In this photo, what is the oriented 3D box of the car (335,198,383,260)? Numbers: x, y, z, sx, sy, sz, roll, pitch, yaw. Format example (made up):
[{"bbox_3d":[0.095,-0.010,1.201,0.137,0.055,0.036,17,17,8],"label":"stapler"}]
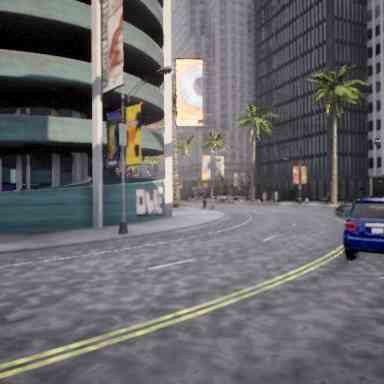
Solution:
[{"bbox_3d":[6.952,1.212,11.740,2.150,2.045,5.566,0,0,37],"label":"car"}]

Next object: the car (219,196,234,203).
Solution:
[{"bbox_3d":[7.976,1.692,76.690,2.231,1.521,4.892,0,0,-22],"label":"car"}]
